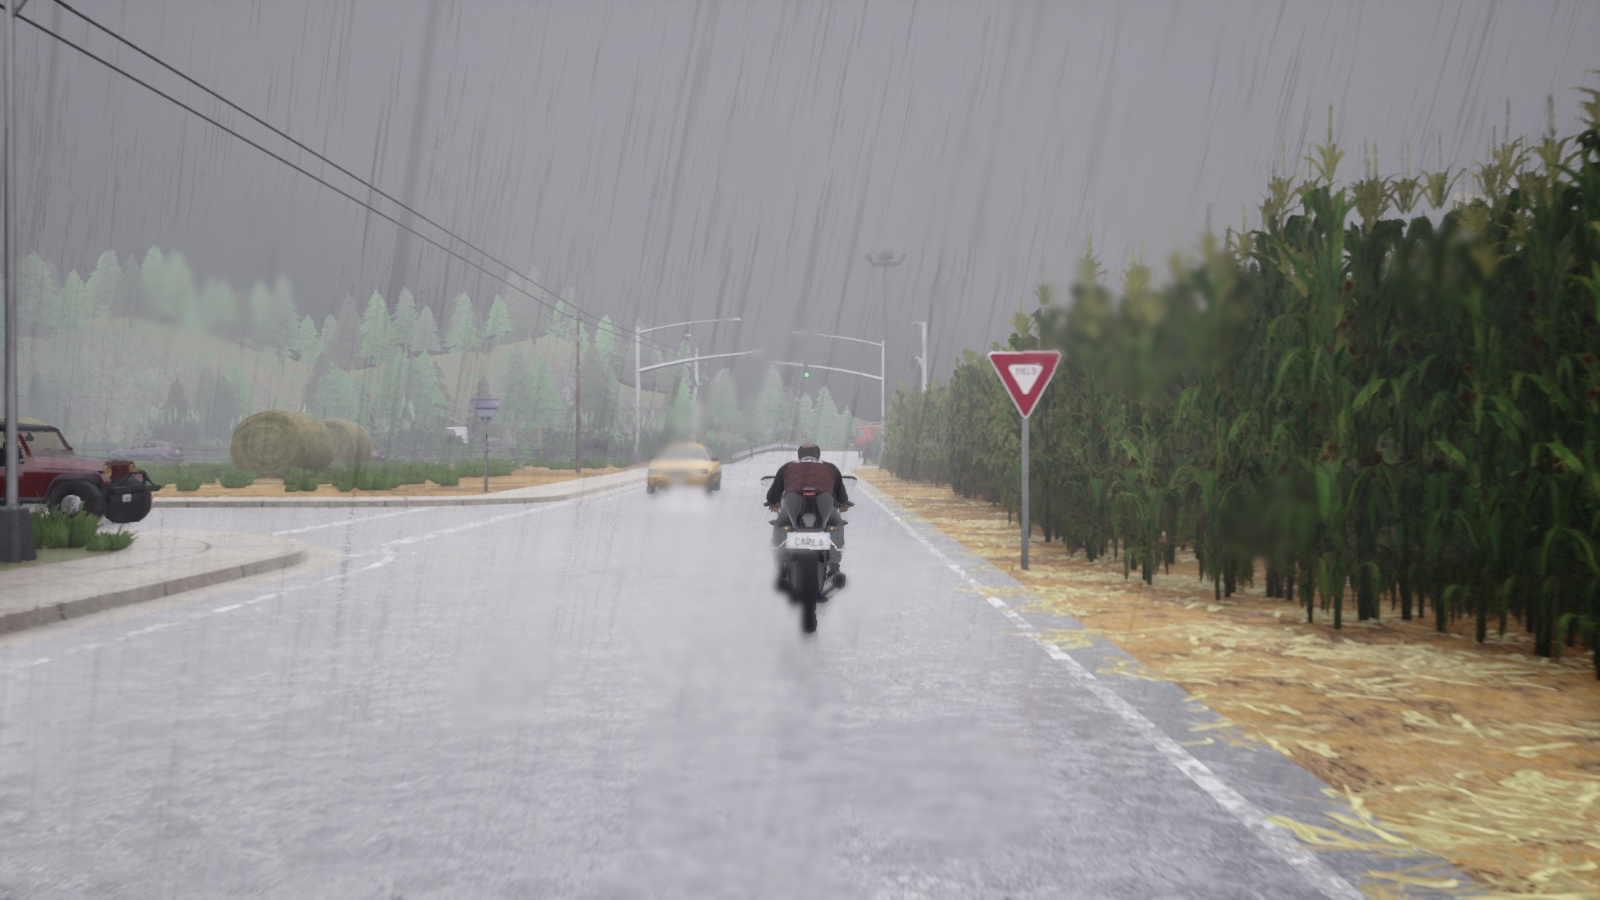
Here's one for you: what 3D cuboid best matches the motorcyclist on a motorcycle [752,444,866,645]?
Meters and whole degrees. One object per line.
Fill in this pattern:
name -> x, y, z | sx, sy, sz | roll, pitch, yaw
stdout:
motorcyclist on a motorcycle -> 0.076, 0.717, 10.681 | 0.866, 1.530, 2.191 | 0, 0, 0

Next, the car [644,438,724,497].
car -> -3.279, 0.465, 36.499 | 1.801, 1.575, 5.366 | 0, 0, 0

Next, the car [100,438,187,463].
car -> -43.506, 0.022, 83.310 | 4.611, 1.667, 2.242 | 0, 0, 3

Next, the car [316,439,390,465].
car -> -28.078, 0.114, 78.920 | 3.988, 1.617, 1.851 | 0, 0, 3

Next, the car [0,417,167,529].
car -> -13.482, 0.373, 21.963 | 3.866, 1.878, 1.905 | 0, 0, -1
